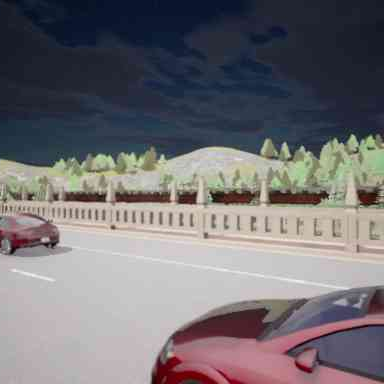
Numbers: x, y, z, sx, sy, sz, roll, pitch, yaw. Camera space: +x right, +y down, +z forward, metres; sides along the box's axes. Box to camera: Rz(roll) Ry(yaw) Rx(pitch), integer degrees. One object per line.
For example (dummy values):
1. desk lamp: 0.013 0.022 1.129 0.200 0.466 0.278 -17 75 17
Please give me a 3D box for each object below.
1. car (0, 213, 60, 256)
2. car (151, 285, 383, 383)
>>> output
1. car: -7.210 1.582 13.442 4.674 1.442 1.812 0 0 36
2. car: 1.644 1.565 2.820 4.181 1.385 1.994 0 0 36
